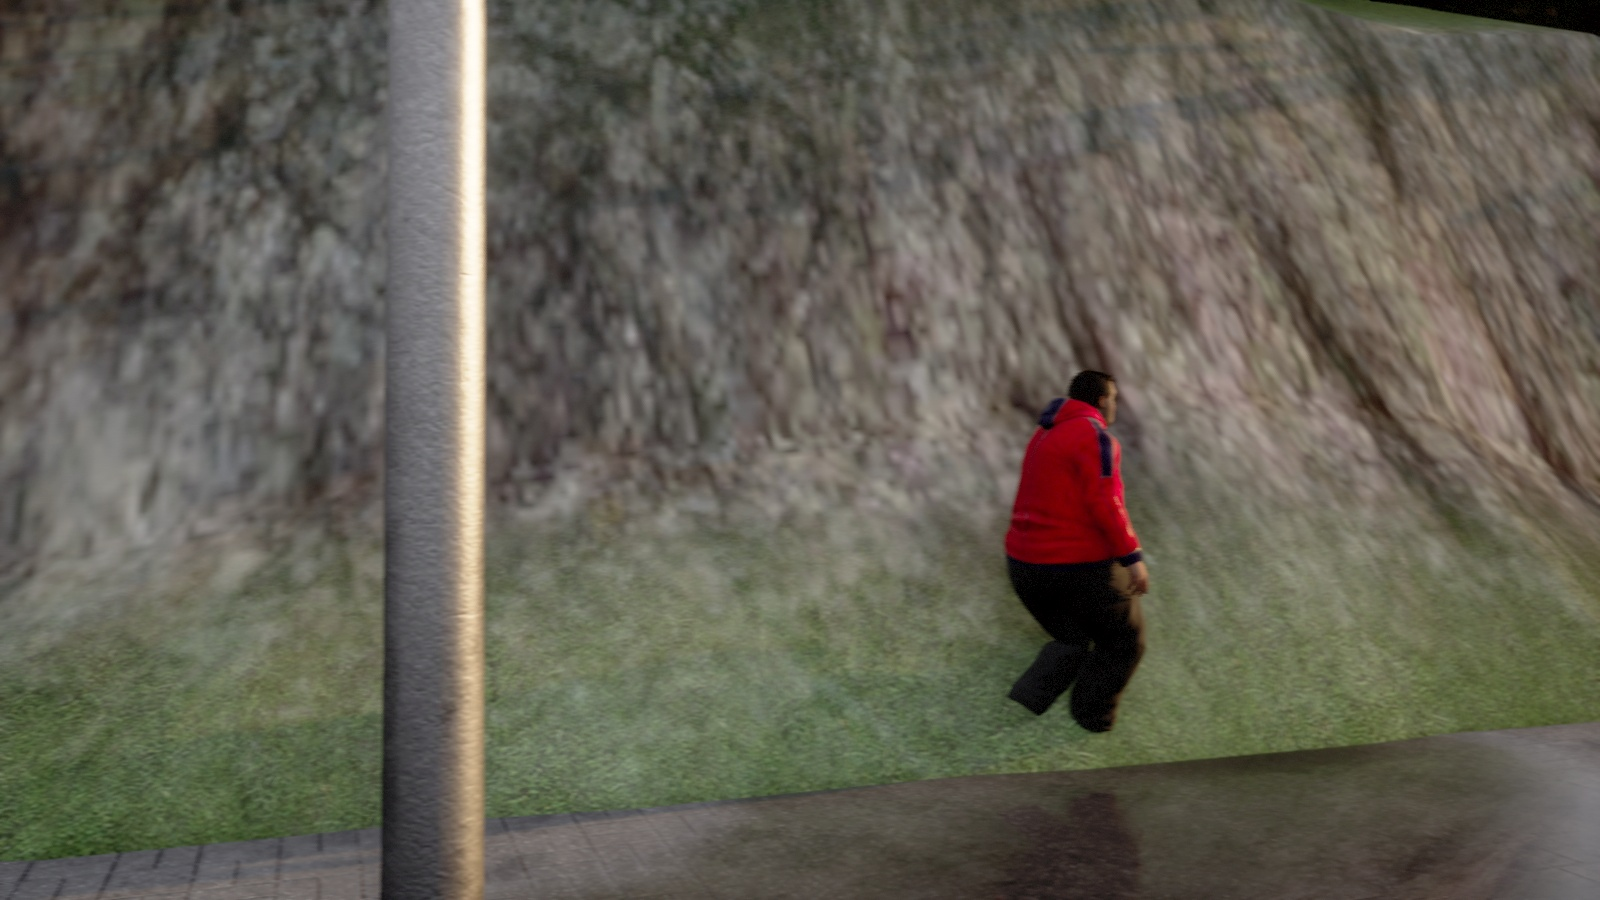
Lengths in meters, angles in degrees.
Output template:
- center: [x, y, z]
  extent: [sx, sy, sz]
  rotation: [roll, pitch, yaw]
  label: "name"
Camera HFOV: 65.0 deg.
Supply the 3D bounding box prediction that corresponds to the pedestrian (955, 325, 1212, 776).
- center: [1.249, 0.403, 5.588]
  extent: [0.899, 1.844, 0.634]
  rotation: [-1, 1, -21]
  label: "pedestrian"
